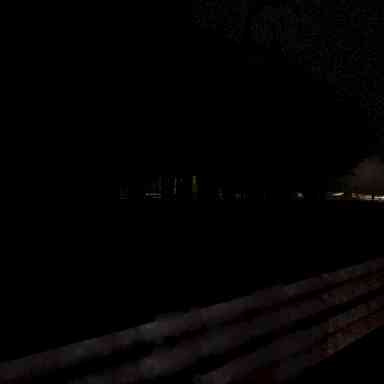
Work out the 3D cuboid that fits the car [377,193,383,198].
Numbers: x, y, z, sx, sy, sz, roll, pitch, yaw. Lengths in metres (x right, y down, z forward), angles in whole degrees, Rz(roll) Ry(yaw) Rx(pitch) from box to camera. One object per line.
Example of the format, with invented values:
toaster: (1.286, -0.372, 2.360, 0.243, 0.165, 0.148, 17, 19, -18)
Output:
car: (37.602, 0.894, 65.024, 1.994, 1.385, 4.181, 0, 1, 18)
